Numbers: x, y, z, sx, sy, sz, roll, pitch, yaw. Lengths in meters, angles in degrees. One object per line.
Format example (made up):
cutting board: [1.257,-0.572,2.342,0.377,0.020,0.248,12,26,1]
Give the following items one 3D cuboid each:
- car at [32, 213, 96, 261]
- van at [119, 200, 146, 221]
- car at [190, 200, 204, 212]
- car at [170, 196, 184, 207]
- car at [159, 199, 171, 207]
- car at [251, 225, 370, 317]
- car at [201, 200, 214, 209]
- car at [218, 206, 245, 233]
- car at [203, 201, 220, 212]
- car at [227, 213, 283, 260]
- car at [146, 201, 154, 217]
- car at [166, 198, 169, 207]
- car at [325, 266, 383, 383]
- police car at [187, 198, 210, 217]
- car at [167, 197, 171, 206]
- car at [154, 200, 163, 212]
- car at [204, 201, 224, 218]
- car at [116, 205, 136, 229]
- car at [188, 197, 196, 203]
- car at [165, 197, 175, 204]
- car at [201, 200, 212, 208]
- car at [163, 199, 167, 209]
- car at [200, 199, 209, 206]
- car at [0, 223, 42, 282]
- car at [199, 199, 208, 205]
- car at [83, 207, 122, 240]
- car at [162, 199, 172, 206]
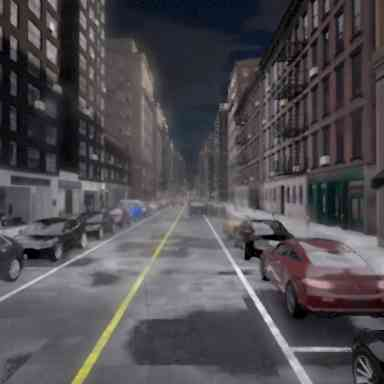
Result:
car: [-5.389,1.690,12.763,1.947,1.339,4.313,0,-1,0]
van: [-5.390,1.619,29.003,1.690,1.788,3.998,0,-1,0]
car: [0.713,1.941,45.934,1.837,1.490,4.892,0,-1,0]
car: [-2.766,1.836,65.313,2.150,2.045,5.566,0,0,0]
car: [-5.392,2.180,66.888,2.008,1.369,4.403,0,-1,0]
car: [2.637,1.655,7.342,1.802,1.307,4.206,0,-1,0]
car: [2.634,2.096,56.054,1.947,1.339,4.313,0,-1,0]
car: [2.636,1.703,18.338,1.752,1.417,4.829,0,-1,0]
car: [2.634,1.980,45.229,2.008,1.369,4.403,0,-1,0]
car: [2.636,1.690,12.755,1.947,1.339,4.313,0,-1,0]
car: [-5.390,1.769,34.414,1.967,1.590,4.097,0,-1,0]
car: [-5.391,2.054,55.893,1.752,1.417,4.829,0,-1,0]
car: [2.637,1.586,1.930,1.947,1.339,4.313,0,-1,0]
police car: [0.520,1.768,35.967,1.930,1.638,5.238,0,-1,-5]
car: [-5.392,2.162,61.475,1.802,1.307,4.206,0,-1,0]
car: [-5.391,1.953,45.068,1.752,1.417,4.829,0,-1,0]
car: [2.635,1.879,34.405,2.008,1.369,4.403,0,-1,0]
car: [-5.390,1.809,23.588,1.802,1.307,4.206,0,-1,0]
car: [-0.006,2.117,86.478,1.882,1.535,5.008,0,0,0]
car: [-5.393,2.085,83.128,2.192,1.841,5.009,0,0,0]
car: [2.634,2.146,61.467,1.947,1.339,4.313,0,-1,0]
car: [-5.391,2.046,50.650,1.947,1.339,4.313,0,-1,0]
car: [2.633,2.203,72.463,1.752,1.417,4.829,0,0,0]
car: [-5.389,1.623,7.351,2.008,1.369,4.403,0,-1,0]
car: [2.633,2.305,77.705,1.802,1.307,4.206,0,0,0]
car: [-5.389,1.742,18.176,1.947,1.339,4.313,0,-1,0]
car: [-5.392,2.227,72.301,2.008,1.369,4.403,0,0,0]
